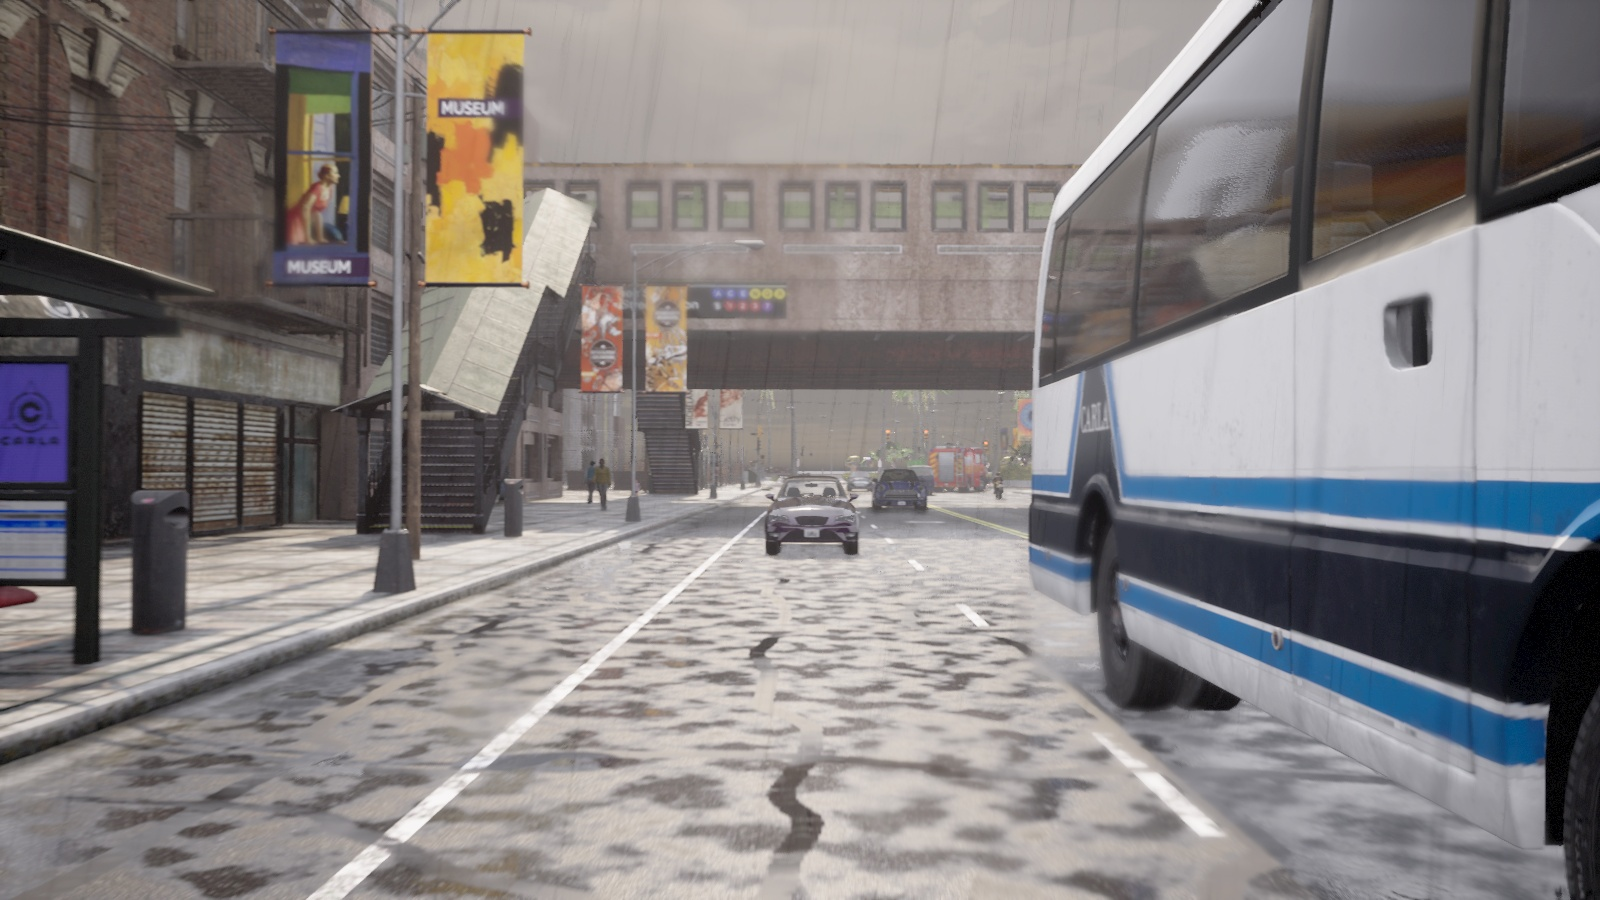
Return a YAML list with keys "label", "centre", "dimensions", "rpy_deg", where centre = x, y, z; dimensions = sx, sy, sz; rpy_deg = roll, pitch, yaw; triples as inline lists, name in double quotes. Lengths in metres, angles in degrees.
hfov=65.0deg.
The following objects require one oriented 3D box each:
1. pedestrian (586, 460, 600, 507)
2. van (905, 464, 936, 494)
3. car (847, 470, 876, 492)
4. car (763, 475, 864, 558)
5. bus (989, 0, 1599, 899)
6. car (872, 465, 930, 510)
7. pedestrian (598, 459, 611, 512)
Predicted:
- label: "pedestrian"
  centre: [-8.569, 1.372, 51.951]
  dimensions: [0.396, 1.930, 0.692]
  rpy_deg: [0, -1, 7]
- label: "van"
  centre: [8.070, 1.954, 84.461]
  dimensions: [1.775, 1.987, 4.442]
  rpy_deg: [0, -1, 1]
- label: "car"
  centre: [4.748, 2.366, 97.763]
  dimensions: [2.033, 1.649, 4.856]
  rpy_deg: [0, -1, 1]
- label: "car"
  centre: [0.265, 1.243, 24.794]
  dimensions: [1.816, 1.474, 4.193]
  rpy_deg: [0, -1, 1]
- label: "bus"
  centre: [3.541, -0.480, 5.687]
  dimensions: [3.944, 4.253, 10.273]
  rpy_deg: [0, -1, 1]
- label: "car"
  centre: [4.111, 1.524, 51.641]
  dimensions: [2.097, 1.767, 4.553]
  rpy_deg: [0, -1, 1]
- label: "pedestrian"
  centre: [-6.821, 1.229, 43.784]
  dimensions: [0.431, 1.840, 0.709]
  rpy_deg: [0, -1, -6]
